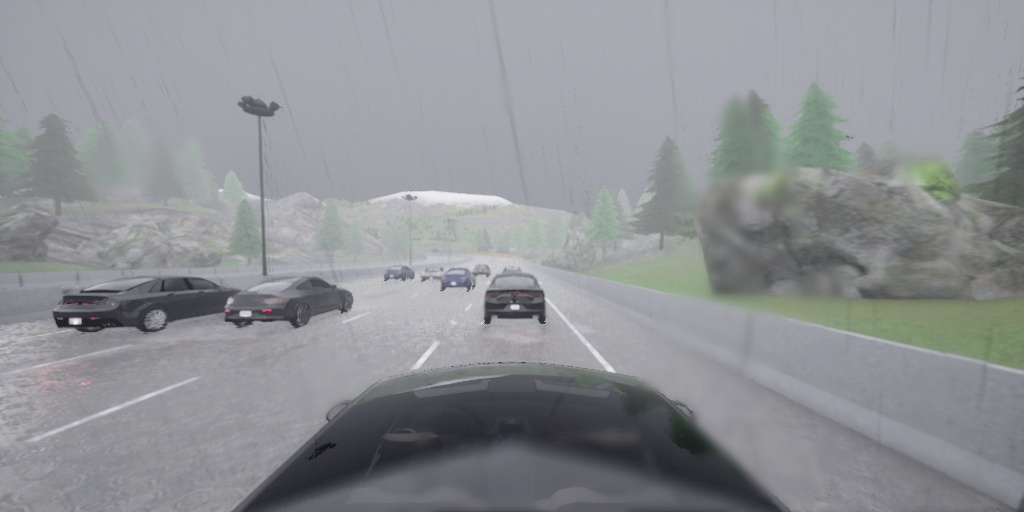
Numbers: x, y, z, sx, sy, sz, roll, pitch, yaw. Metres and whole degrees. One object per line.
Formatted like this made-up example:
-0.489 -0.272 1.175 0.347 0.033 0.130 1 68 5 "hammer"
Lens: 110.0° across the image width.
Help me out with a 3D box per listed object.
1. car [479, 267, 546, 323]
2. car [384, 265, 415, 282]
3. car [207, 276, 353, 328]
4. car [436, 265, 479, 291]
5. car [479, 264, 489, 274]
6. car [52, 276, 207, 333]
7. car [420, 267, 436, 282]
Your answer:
0.086 1.307 12.517 1.882 1.535 5.008 0 -1 0 "car"
-10.441 1.587 33.437 1.812 1.442 4.674 0 -1 0 "car"
-6.913 1.354 11.603 1.812 1.442 4.674 0 -1 0 "car"
-3.435 1.472 23.382 1.812 1.442 4.674 0 -1 0 "car"
-3.469 1.690 41.870 2.033 1.411 5.357 0 -1 0 "car"
-10.412 1.332 10.974 1.837 1.490 4.892 0 -1 0 "car"
-6.953 1.654 33.080 1.895 1.301 4.718 0 -1 0 "car"
